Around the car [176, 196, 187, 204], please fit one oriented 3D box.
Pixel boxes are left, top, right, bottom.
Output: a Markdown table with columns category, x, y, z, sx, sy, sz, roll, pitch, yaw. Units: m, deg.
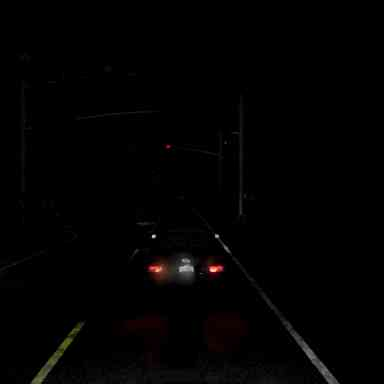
| category | x | y | z | sx | sy | sz | roll | pitch | yaw |
| --- | --- | --- | --- | --- | --- | --- | --- | --- | --- |
| car | -1.982 | 1.525 | 63.433 | 1.812 | 1.442 | 4.674 | 0 | 0 | -2 |

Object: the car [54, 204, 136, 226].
| category | x | y | z | sx | sy | sz | roll | pitch | yaw |
| --- | --- | --- | --- | --- | --- | --- | --- | --- | --- |
| car | -6.607 | 1.537 | 23.027 | 5.357 | 1.411 | 2.033 | 0 | 0 | -13 |

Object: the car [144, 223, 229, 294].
| category | x | y | z | sx | sy | sz | roll | pitch | yaw |
| --- | --- | --- | --- | --- | --- | --- | --- | --- | --- |
| car | -0.175 | 1.547 | 8.963 | 2.033 | 1.411 | 5.357 | 0 | 0 | -1 |
